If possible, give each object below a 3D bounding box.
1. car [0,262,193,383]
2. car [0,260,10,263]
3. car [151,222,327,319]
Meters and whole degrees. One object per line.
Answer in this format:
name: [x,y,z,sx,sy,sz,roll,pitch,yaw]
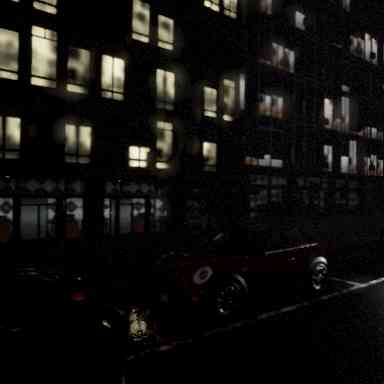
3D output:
car: [-2.626,1.490,1.501,4.902,1.511,2.128,0,0,-35]
car: [-3.395,1.581,4.126,4.206,1.307,1.802,0,1,-35]
car: [1.121,1.449,7.346,4.097,1.590,1.967,0,1,-35]
